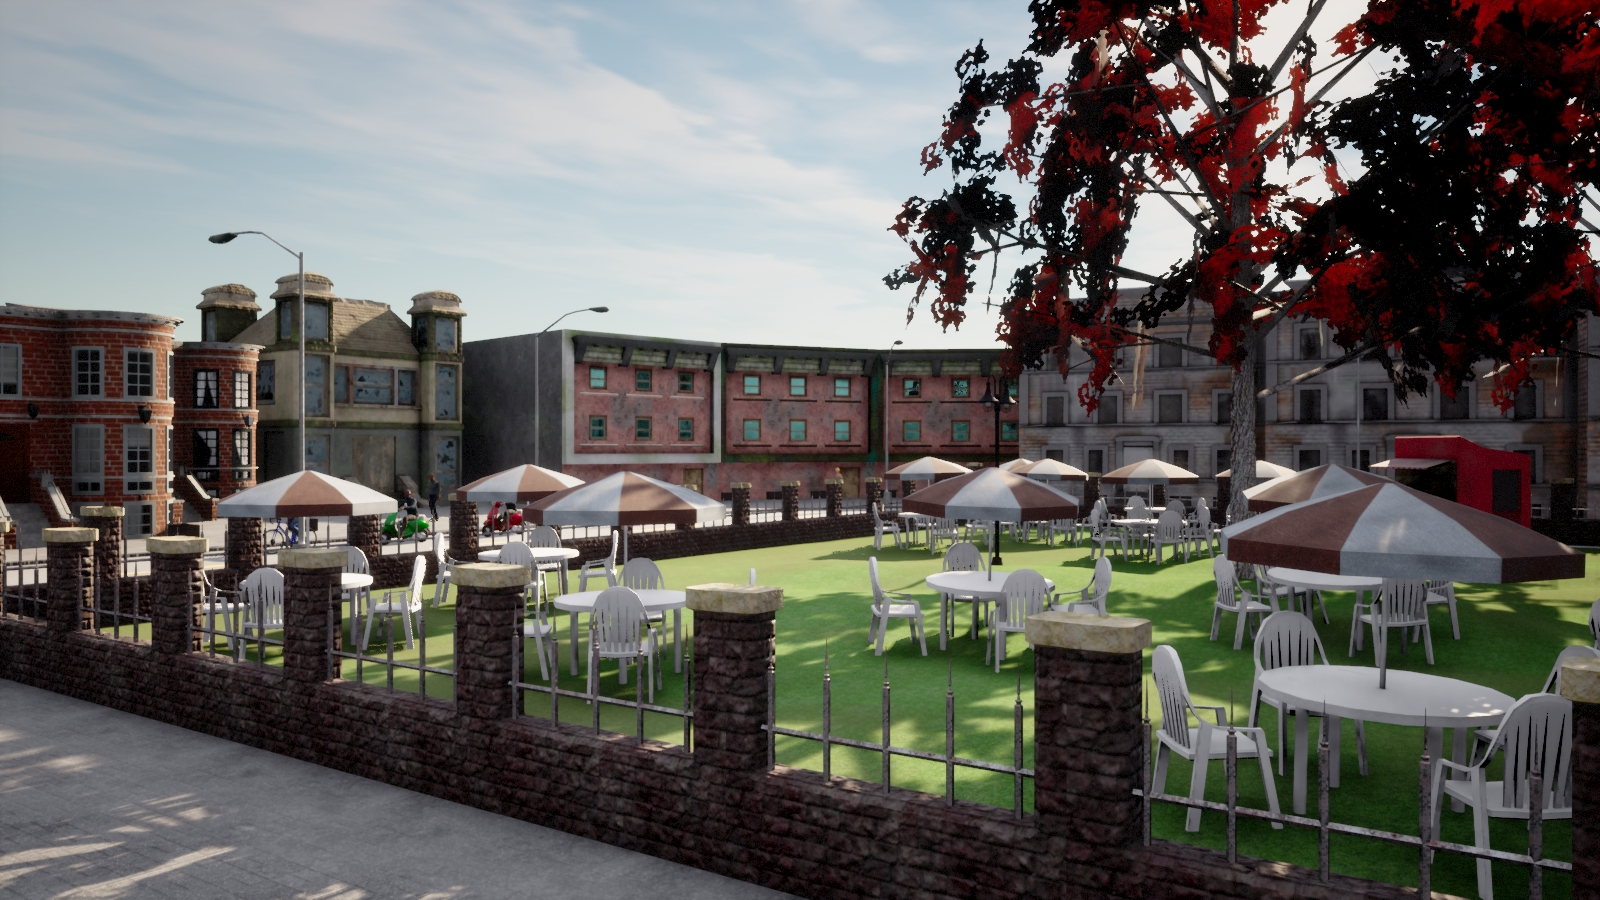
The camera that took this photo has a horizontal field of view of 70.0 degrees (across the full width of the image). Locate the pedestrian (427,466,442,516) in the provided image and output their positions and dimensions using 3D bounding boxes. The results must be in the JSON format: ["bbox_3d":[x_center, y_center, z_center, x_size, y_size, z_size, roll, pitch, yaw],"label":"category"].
[{"bbox_3d":[-13.610,1.514,42.533,0.375,1.860,0.375,0,0,26],"label":"pedestrian"}]

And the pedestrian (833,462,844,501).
[{"bbox_3d":[1.858,1.514,54.661,0.375,1.860,0.375,0,0,-37],"label":"pedestrian"}]

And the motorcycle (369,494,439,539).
[{"bbox_3d":[-11.759,1.950,33.969,0.856,1.236,1.805,0,0,35],"label":"motorcycle"}]
